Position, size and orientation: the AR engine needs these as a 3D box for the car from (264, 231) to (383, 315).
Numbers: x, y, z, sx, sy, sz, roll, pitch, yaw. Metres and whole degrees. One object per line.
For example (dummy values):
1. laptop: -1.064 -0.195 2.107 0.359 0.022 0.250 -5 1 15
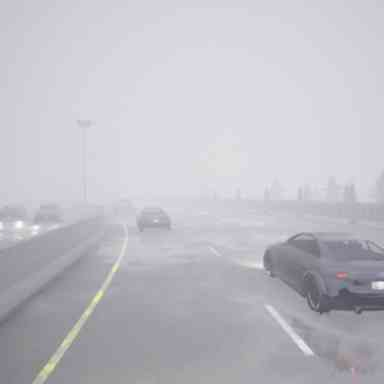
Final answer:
1. car: 3.107 1.583 7.720 1.994 1.385 4.181 0 0 -4

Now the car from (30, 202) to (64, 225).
1. car: -11.233 1.674 26.296 1.837 1.490 4.892 0 0 -17

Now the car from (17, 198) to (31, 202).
1. car: -31.666 1.910 62.641 1.837 1.490 4.892 0 0 -42

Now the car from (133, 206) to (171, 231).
1. car: -2.548 1.670 21.527 1.994 1.385 4.181 0 0 -12

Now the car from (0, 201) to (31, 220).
1. car: -16.142 1.810 30.131 1.895 1.301 4.718 0 0 -20

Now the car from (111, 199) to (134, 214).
1. car: -8.097 1.559 38.633 2.097 1.767 4.553 0 0 -23
